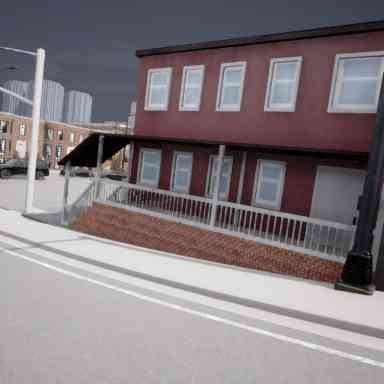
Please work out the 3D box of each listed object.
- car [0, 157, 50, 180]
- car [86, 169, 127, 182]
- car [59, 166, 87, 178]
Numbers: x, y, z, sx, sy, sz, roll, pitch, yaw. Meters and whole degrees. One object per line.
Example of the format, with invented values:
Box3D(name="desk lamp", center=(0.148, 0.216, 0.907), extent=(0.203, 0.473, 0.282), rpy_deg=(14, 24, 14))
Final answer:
Box3D(name="car", center=(-16.791, -2.326, 32.505), extent=(2.150, 2.045, 5.566), rpy_deg=(10, 6, 36))
Box3D(name="car", center=(-10.282, -2.039, 41.613), extent=(1.837, 1.490, 4.892), rpy_deg=(10, 6, 35))
Box3D(name="car", center=(-14.420, -2.500, 41.803), extent=(1.994, 1.385, 4.181), rpy_deg=(11, 6, 36))
